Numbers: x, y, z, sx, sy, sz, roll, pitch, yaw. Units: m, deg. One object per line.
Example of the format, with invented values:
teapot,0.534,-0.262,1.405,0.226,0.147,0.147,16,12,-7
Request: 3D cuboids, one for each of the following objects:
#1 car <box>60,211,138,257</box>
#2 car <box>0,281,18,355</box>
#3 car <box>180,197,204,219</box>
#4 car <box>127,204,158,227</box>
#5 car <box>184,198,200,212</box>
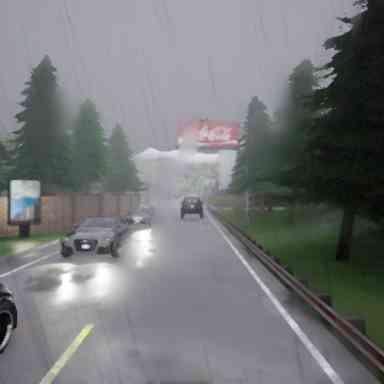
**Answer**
car,-3.591,1.664,13.218,1.994,1.385,4.181,0,0,0
car,-3.594,1.590,3.279,1.994,1.385,4.181,0,0,0
car,0.000,1.468,32.672,2.150,2.045,5.566,0,0,0
car,-3.578,1.676,24.365,2.128,1.511,4.902,0,0,0
car,0.023,1.692,45.253,2.097,1.767,4.553,0,-1,0
